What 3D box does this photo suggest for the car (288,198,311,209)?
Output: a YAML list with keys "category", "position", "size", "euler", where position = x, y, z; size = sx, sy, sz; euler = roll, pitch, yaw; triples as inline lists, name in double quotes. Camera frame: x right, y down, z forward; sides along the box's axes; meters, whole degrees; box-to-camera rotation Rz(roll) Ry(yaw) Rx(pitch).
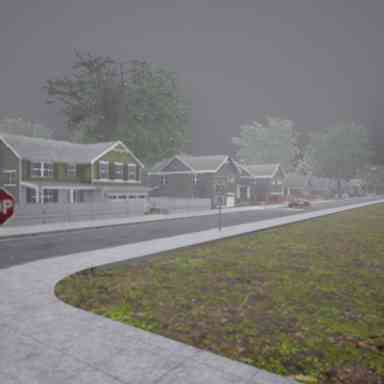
- category: "car"
  position: [15.018, 1.501, 46.182]
  size: [2.033, 1.411, 5.357]
  euler: [0, 0, 35]
